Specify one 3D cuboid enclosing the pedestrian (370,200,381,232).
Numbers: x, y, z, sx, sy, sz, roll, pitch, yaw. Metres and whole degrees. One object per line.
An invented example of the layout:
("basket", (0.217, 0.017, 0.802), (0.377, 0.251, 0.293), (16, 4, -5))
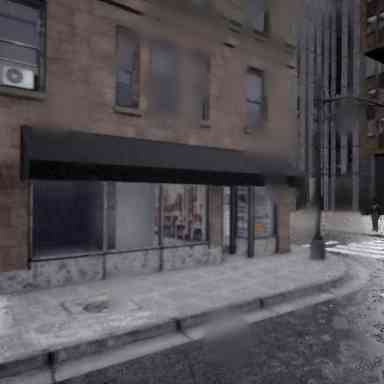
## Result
("pedestrian", (10.618, 1.383, 19.281), (0.375, 1.860, 0.375), (1, 0, -35))
